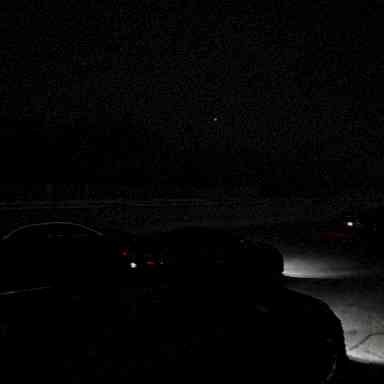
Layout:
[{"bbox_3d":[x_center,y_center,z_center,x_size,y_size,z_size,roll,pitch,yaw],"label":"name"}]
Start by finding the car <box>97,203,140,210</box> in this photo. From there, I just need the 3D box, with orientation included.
[{"bbox_3d":[-5.799,1.578,25.654,4.181,1.385,1.994,0,0,-35],"label":"car"}]

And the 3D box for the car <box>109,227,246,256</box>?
[{"bbox_3d":[0.377,1.570,8.318,4.181,1.385,1.994,0,0,-36],"label":"car"}]

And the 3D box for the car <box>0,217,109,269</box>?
[{"bbox_3d":[-3.851,1.493,9.599,4.902,1.511,2.128,0,0,-36],"label":"car"}]

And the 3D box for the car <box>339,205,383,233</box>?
[{"bbox_3d":[10.865,1.540,20.111,4.892,1.490,1.837,0,0,-36],"label":"car"}]

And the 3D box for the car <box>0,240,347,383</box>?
[{"bbox_3d":[-0.109,1.565,3.793,4.181,1.385,1.994,0,0,-36],"label":"car"}]
